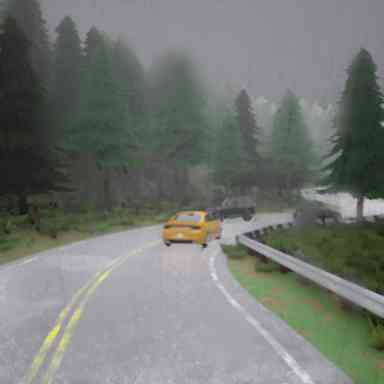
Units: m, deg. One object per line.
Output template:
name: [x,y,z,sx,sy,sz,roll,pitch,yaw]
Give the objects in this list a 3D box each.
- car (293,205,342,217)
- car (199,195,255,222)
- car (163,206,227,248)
car: [10.358,1.764,27.425,4.181,1.385,1.994,-1,4,-27]
car: [2.665,1.306,26.240,5.566,2.045,2.150,-1,2,-42]
car: [0.175,1.656,15.917,1.882,1.535,5.008,0,-1,15]
